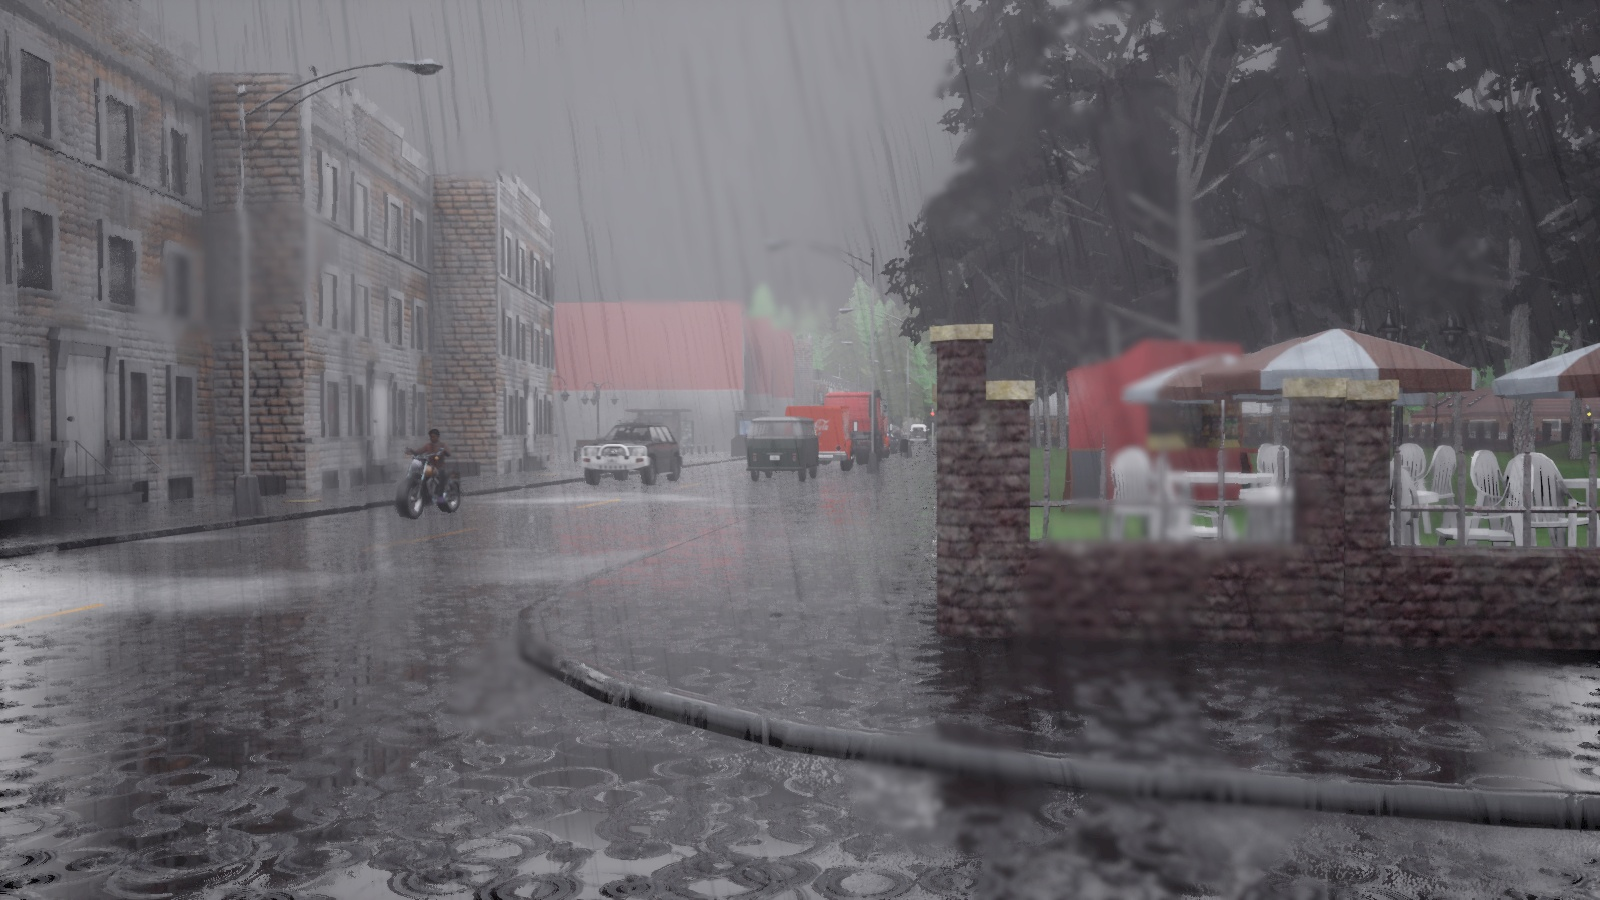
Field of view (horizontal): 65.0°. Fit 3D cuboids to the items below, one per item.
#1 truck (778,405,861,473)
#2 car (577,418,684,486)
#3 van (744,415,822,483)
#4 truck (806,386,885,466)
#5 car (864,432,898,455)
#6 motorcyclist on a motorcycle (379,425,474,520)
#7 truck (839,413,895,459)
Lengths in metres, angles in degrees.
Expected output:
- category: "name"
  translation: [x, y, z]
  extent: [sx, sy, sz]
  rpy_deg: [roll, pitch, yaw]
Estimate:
- category: "truck"
  translation: [0.832, -0.460, 48.557]
  extent: [2.627, 2.467, 5.204]
  rpy_deg: [0, 1, 7]
- category: "car"
  translation: [-4.861, 0.015, 36.729]
  extent: [1.932, 1.855, 4.605]
  rpy_deg: [0, 1, 8]
- category: "van"
  translation: [-0.468, -0.073, 39.281]
  extent: [1.775, 1.987, 4.442]
  rpy_deg: [0, 1, 8]
- category: "truck"
  translation: [2.263, -1.120, 58.858]
  extent: [2.891, 3.462, 7.936]
  rpy_deg: [0, 1, 8]
- category: "car"
  translation: [5.194, -0.447, 79.788]
  extent: [1.812, 1.442, 4.674]
  rpy_deg: [0, 1, 8]
- category: "motorcyclist on a motorcycle"
  translation: [-6.779, 0.369, 22.937]
  extent: [0.766, 1.649, 2.350]
  rpy_deg: [0, 1, 8]
- category: "truck"
  translation: [3.763, -0.796, 69.571]
  extent: [2.627, 2.467, 5.204]
  rpy_deg: [0, 1, 8]
